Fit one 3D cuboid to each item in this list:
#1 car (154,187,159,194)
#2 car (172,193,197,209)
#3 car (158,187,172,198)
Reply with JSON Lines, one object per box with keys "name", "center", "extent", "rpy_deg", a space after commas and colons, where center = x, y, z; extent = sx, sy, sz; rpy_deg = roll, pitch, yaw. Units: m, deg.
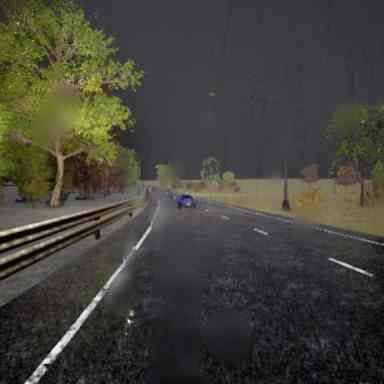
{"name": "car", "center": [-8.775, -0.281, 91.799], "extent": [2.097, 1.767, 4.553], "rpy_deg": [0, 1, -8]}
{"name": "car", "center": [-0.690, 0.962, 33.715], "extent": [1.812, 1.442, 4.674], "rpy_deg": [0, 1, -8]}
{"name": "car", "center": [-4.864, 0.235, 63.710], "extent": [2.097, 1.767, 4.553], "rpy_deg": [0, 1, -8]}
